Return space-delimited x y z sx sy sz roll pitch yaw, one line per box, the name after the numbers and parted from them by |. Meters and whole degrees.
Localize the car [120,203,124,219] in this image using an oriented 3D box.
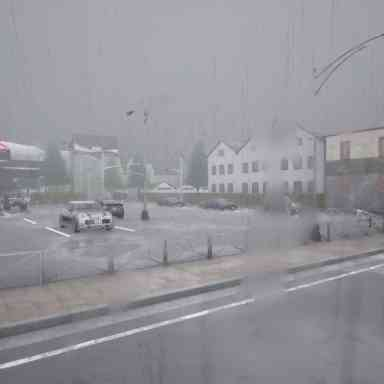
-6.783 1.313 25.511 2.007 1.523 4.514 0 0 -36 | car

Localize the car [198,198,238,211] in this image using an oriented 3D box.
2.892 1.371 38.341 2.033 1.411 5.357 0 0 -36 | car

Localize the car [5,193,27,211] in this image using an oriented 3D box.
-20.168 1.092 37.914 1.905 1.878 3.866 0 0 -36 | car

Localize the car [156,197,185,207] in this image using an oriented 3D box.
-3.111 1.371 46.836 2.033 1.411 5.357 0 0 -35 | car

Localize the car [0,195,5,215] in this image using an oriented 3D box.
-18.256 1.113 29.604 1.932 1.855 4.605 0 0 -36 | car

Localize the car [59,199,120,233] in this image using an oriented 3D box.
-5.654 1.248 17.647 1.970 1.475 3.806 0 0 -36 | car

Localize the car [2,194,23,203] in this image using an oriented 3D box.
-39.301 1.328 72.998 3.866 1.878 1.905 0 0 -36 | car

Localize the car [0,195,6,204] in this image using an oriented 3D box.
-39.529 1.495 65.869 4.611 1.667 2.242 0 0 -36 | car

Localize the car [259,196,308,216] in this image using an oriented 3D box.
8.427 1.176 30.575 2.097 1.767 4.553 0 0 -35 | car
